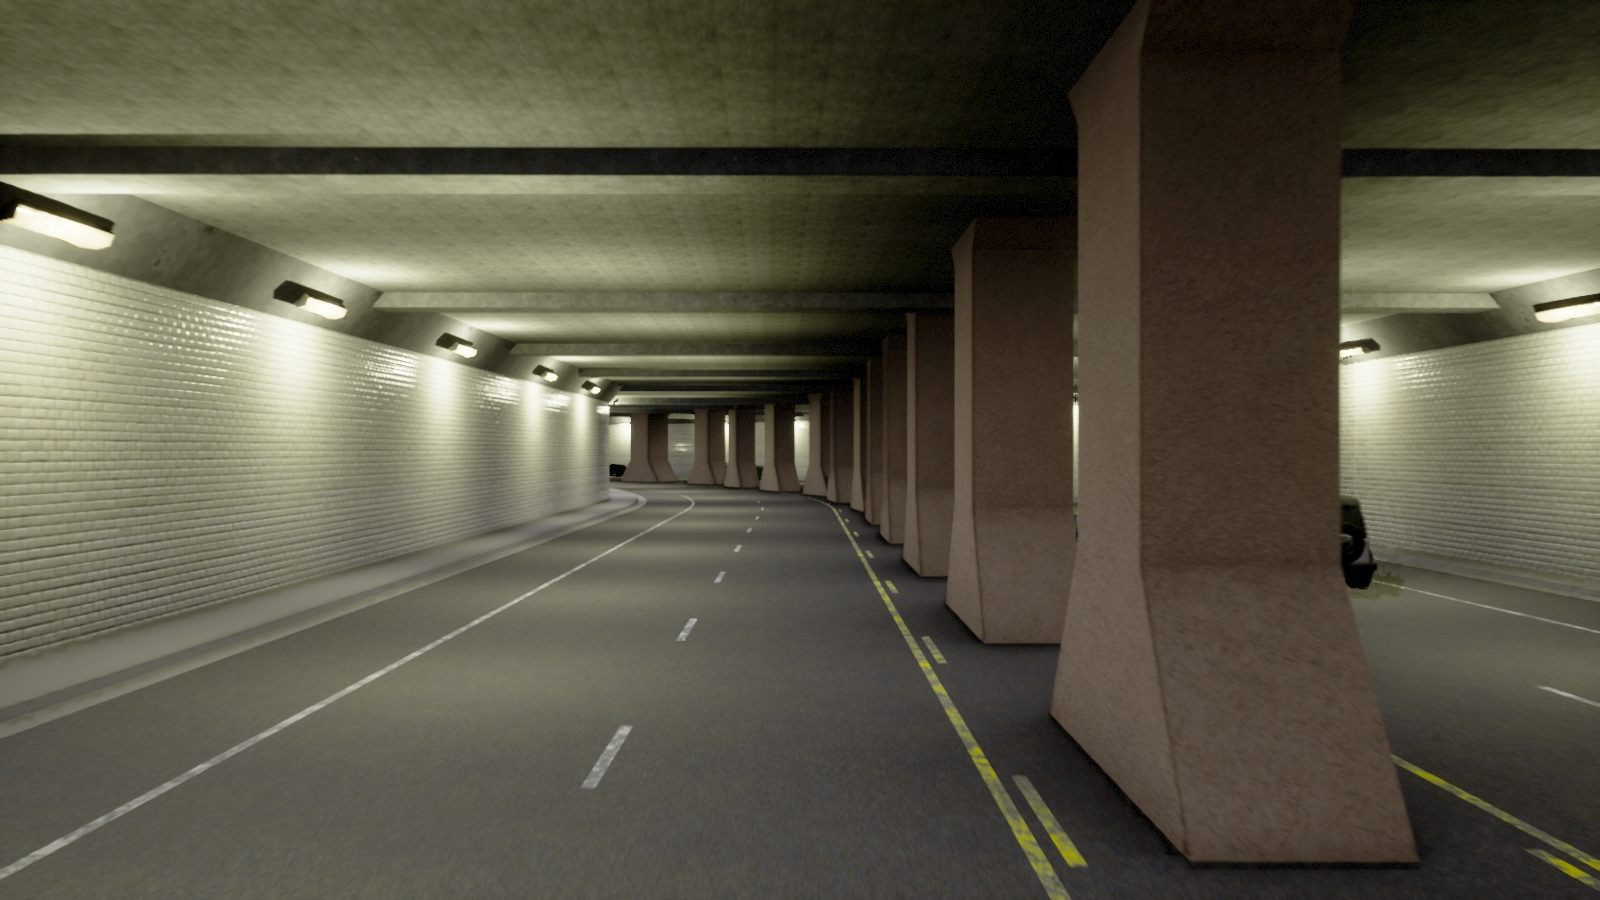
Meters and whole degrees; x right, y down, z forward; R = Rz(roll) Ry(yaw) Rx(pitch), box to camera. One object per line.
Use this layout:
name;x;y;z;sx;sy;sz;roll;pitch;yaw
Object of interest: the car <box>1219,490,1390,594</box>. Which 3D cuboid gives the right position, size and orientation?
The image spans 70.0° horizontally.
car;10.494;1.857;24.110;1.905;1.878;3.866;0;0;0
